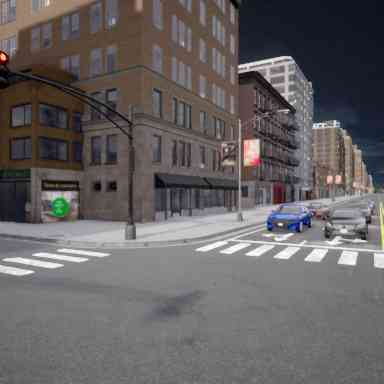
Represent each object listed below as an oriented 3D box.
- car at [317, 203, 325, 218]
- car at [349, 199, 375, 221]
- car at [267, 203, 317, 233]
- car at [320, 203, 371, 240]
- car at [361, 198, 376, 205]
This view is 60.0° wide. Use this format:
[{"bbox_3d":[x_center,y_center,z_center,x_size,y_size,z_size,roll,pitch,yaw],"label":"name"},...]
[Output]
[{"bbox_3d":[10.420,1.583,28.050,1.994,1.385,4.181,0,0,29],"label":"car"},{"bbox_3d":[12.624,1.521,25.337,1.837,1.490,4.892,0,0,29],"label":"car"},{"bbox_3d":[6.033,1.494,20.235,1.882,1.535,5.008,0,0,29],"label":"car"},{"bbox_3d":[8.088,1.539,17.273,1.812,1.442,4.674,0,0,29],"label":"car"},{"bbox_3d":[17.541,1.523,34.059,1.837,1.490,4.892,0,0,30],"label":"car"}]
